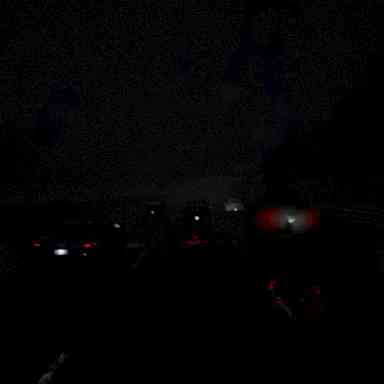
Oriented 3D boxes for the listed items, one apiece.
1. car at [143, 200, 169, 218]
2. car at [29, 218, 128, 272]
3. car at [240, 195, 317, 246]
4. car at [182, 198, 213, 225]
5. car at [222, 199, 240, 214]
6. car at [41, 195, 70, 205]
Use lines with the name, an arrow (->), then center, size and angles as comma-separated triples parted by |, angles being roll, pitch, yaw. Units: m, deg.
car -> -3.023, 1.400, 28.409 | 1.812, 1.442, 4.674 | 0, 0, 1
car -> -3.332, 1.497, 10.519 | 1.994, 1.385, 4.181 | 0, 0, 1
car -> 3.715, 1.138, 14.858 | 2.150, 2.045, 5.566 | 0, 0, 1
car -> 0.363, 1.392, 23.254 | 1.837, 1.490, 4.892 | 0, 0, 1
car -> 4.107, 1.396, 33.122 | 1.812, 1.442, 4.674 | 0, 0, 2
car -> -16.759, 1.142, 41.163 | 1.837, 1.490, 4.892 | 0, 0, 2
